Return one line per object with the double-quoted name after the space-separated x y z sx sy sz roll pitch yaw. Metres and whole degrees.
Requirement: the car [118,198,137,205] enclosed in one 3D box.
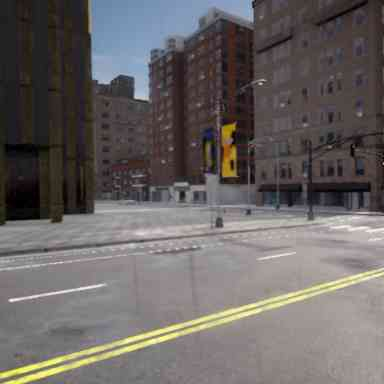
-12.167 1.821 62.570 1.895 1.301 4.718 -1 0 -35 "car"
